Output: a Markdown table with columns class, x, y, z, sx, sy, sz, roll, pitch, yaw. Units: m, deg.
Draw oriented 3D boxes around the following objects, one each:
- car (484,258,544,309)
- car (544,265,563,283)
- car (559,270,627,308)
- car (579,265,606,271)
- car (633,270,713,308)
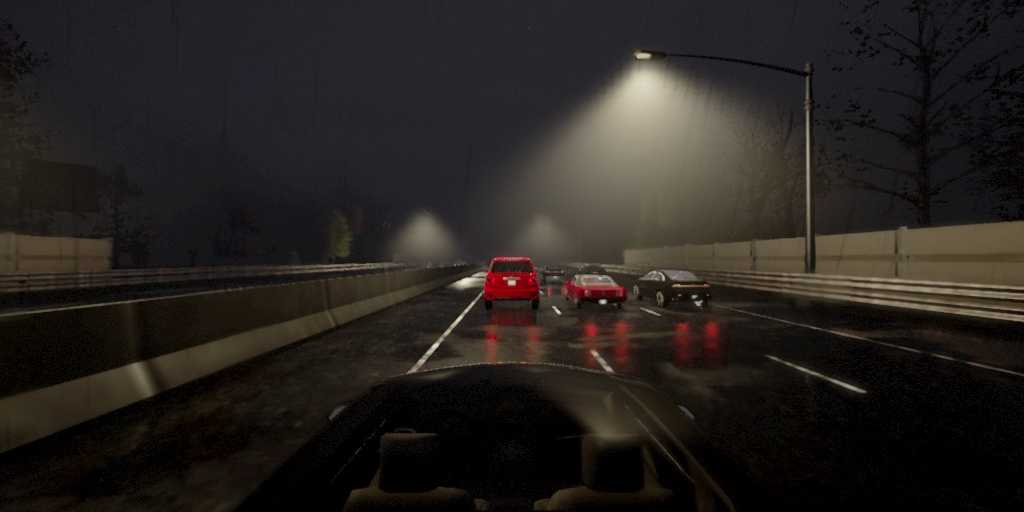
| class | x | y | z | sx | sy | sz | roll | pitch | yaw |
| --- | --- | --- | --- | --- | --- | --- | --- | --- | --- |
| car | -0.005 | 1.099 | 15.860 | 2.150 | 2.045 | 5.566 | 0 | 0 | 0 |
| car | 3.492 | 1.519 | 31.147 | 2.128 | 1.511 | 4.902 | 0 | 0 | 0 |
| car | 3.495 | 1.485 | 15.961 | 1.895 | 1.301 | 4.718 | 0 | 0 | 0 |
| car | 6.992 | 1.534 | 31.154 | 1.837 | 1.490 | 4.892 | 0 | 0 | 0 |
| car | 6.998 | 1.378 | 16.155 | 2.128 | 1.511 | 4.902 | 0 | 0 | 0 |
